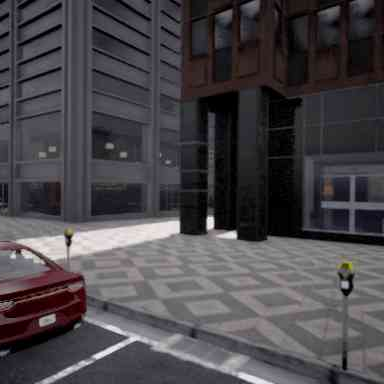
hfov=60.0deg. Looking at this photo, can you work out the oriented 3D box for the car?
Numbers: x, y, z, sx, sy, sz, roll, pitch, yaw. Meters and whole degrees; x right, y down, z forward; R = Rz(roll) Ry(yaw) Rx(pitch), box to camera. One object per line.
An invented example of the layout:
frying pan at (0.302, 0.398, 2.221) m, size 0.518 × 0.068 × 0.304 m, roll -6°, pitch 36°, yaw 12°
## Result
car at (-3.676, 1.498, 5.581) m, size 4.507 × 1.381 × 1.887 m, roll 1°, pitch 1°, yaw 35°
